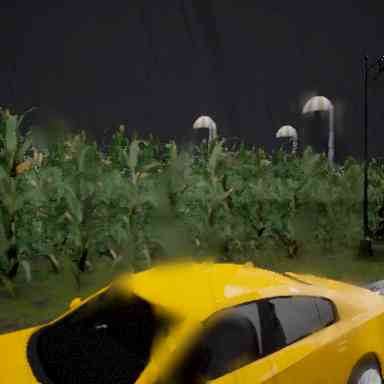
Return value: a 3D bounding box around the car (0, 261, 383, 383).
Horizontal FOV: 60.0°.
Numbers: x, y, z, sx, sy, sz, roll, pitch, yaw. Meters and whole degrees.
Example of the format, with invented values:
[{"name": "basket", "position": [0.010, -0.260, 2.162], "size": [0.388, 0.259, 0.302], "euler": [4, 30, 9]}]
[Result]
[{"name": "car", "position": [-0.082, 1.493, 3.013], "size": [5.008, 1.535, 1.882], "euler": [1, 0, -35]}]
